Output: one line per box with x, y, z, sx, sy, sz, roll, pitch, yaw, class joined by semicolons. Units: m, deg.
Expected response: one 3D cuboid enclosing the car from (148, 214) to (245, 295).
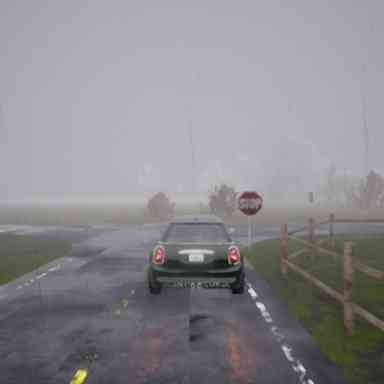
0.145;1.396;9.019;2.097;1.767;4.553;0;0;2;car
